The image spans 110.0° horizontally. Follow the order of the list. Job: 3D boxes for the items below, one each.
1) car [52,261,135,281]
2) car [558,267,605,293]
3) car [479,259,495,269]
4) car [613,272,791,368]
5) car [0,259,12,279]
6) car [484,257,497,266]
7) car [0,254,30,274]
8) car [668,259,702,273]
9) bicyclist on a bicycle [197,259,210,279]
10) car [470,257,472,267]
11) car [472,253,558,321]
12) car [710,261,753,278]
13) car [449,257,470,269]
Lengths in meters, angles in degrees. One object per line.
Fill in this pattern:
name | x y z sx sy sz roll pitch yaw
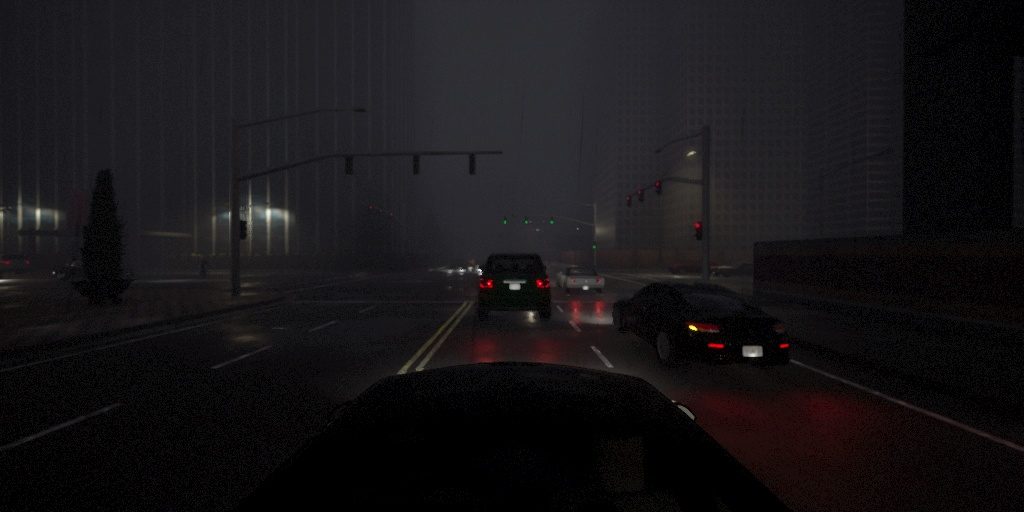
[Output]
car | -31.606 1.093 27.185 4.902 1.511 2.128 0 0 0
car | 3.598 1.246 19.696 1.895 1.301 4.718 0 0 0
car | -3.583 1.060 51.678 1.895 1.301 4.718 0 0 0
car | 3.594 1.241 7.652 1.812 1.442 4.674 0 0 0
car | -41.573 1.166 27.132 4.181 1.385 1.994 0 0 0
car | -3.535 0.882 61.065 1.882 1.535 5.008 0 0 0
car | -49.809 0.782 34.254 5.566 2.045 2.150 0 0 0
car | 17.784 1.034 34.861 5.008 1.535 1.882 0 0 0
bicyclist on a bicycle | -24.665 1.045 28.709 0.582 1.620 1.656 0 0 -13
car | -7.062 0.904 57.231 1.882 1.535 5.008 0 0 0
car | 0.042 0.909 12.361 2.150 2.045 5.566 0 0 -1
car | 19.855 1.178 31.350 4.718 1.301 1.895 0 0 0
car | -7.091 1.006 47.895 1.812 1.442 4.674 0 0 0
